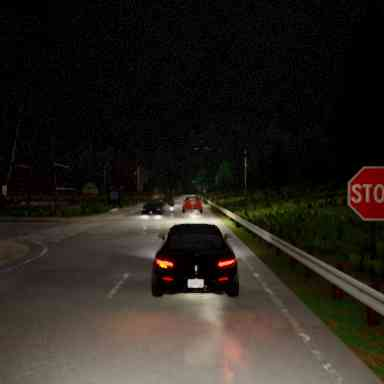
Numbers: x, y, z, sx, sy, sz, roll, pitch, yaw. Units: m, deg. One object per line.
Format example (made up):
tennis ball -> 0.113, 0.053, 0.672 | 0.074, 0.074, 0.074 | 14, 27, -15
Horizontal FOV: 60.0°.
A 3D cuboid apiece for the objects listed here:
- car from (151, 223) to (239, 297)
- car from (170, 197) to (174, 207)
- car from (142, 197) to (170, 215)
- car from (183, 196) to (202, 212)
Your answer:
car -> 0.068, 1.508, 8.414 | 1.812, 1.442, 4.674 | 0, 0, 0
car -> -3.574, 1.433, 48.916 | 1.812, 1.442, 4.674 | 0, 0, 0
car -> -3.666, 1.477, 32.874 | 2.033, 1.411, 5.357 | 0, 0, 1
car -> 0.044, 1.272, 37.536 | 2.097, 1.767, 4.553 | 0, 0, 0
